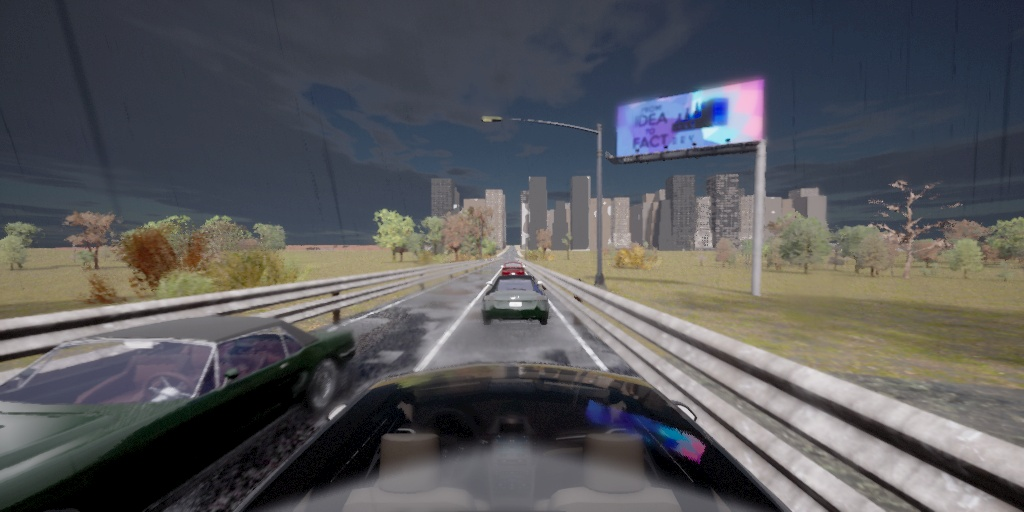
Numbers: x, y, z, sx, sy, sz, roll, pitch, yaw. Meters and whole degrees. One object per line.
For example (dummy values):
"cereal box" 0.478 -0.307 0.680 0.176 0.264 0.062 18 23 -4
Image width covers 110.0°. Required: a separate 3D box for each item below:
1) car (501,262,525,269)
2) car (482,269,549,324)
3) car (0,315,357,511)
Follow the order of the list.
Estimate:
"car" 0.098 1.217 30.196 1.882 1.535 5.008 0 0 0
"car" 0.100 1.310 11.977 1.994 1.385 4.181 0 0 0
"car" -3.348 1.350 3.353 1.895 1.301 4.718 0 0 0
